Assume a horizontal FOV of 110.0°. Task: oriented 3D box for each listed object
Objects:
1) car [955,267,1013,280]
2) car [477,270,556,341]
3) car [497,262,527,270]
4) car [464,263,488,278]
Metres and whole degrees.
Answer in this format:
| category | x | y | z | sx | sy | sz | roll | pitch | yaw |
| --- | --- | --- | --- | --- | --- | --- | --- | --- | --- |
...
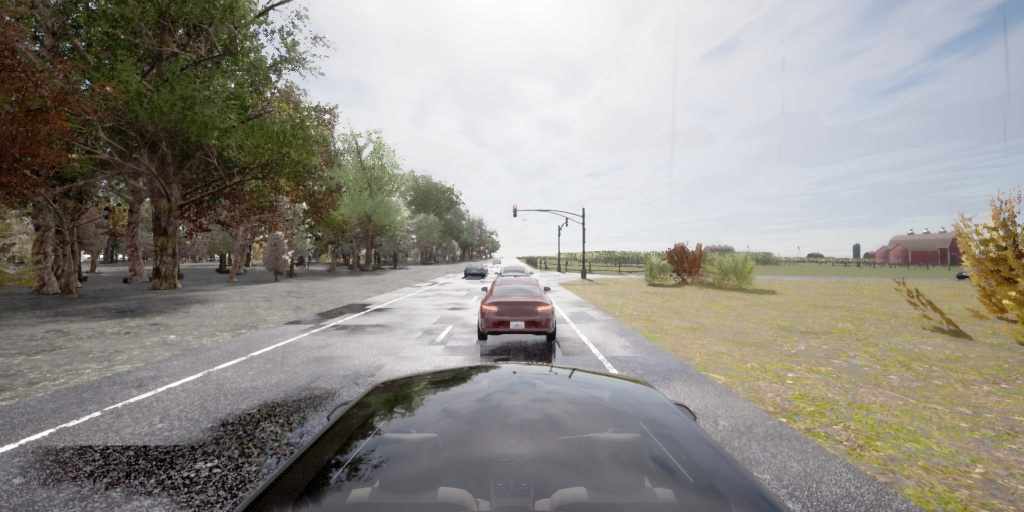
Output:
| category | x | y | z | sx | sy | sz | roll | pitch | yaw |
| --- | --- | --- | --- | --- | --- | --- | --- | --- | --- |
| car | 48.942 | 1.845 | 37.138 | 4.181 | 1.385 | 1.994 | 1 | -1 | 0 |
| car | 0.111 | 1.278 | 9.780 | 1.812 | 1.442 | 4.674 | 0 | 0 | 0 |
| car | 0.104 | 1.259 | 19.042 | 1.837 | 1.490 | 4.892 | 0 | 0 | 0 |
| car | -3.390 | 1.321 | 34.173 | 1.994 | 1.385 | 4.181 | 0 | 0 | 0 |
